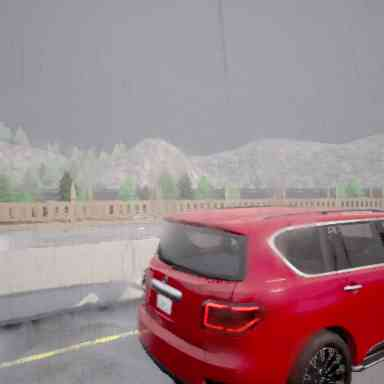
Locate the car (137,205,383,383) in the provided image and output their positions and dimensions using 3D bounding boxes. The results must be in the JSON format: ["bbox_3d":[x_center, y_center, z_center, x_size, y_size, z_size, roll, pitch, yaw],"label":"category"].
[{"bbox_3d":[1.976,1.218,4.841,5.566,2.045,2.150,0,0,-32],"label":"car"}]
